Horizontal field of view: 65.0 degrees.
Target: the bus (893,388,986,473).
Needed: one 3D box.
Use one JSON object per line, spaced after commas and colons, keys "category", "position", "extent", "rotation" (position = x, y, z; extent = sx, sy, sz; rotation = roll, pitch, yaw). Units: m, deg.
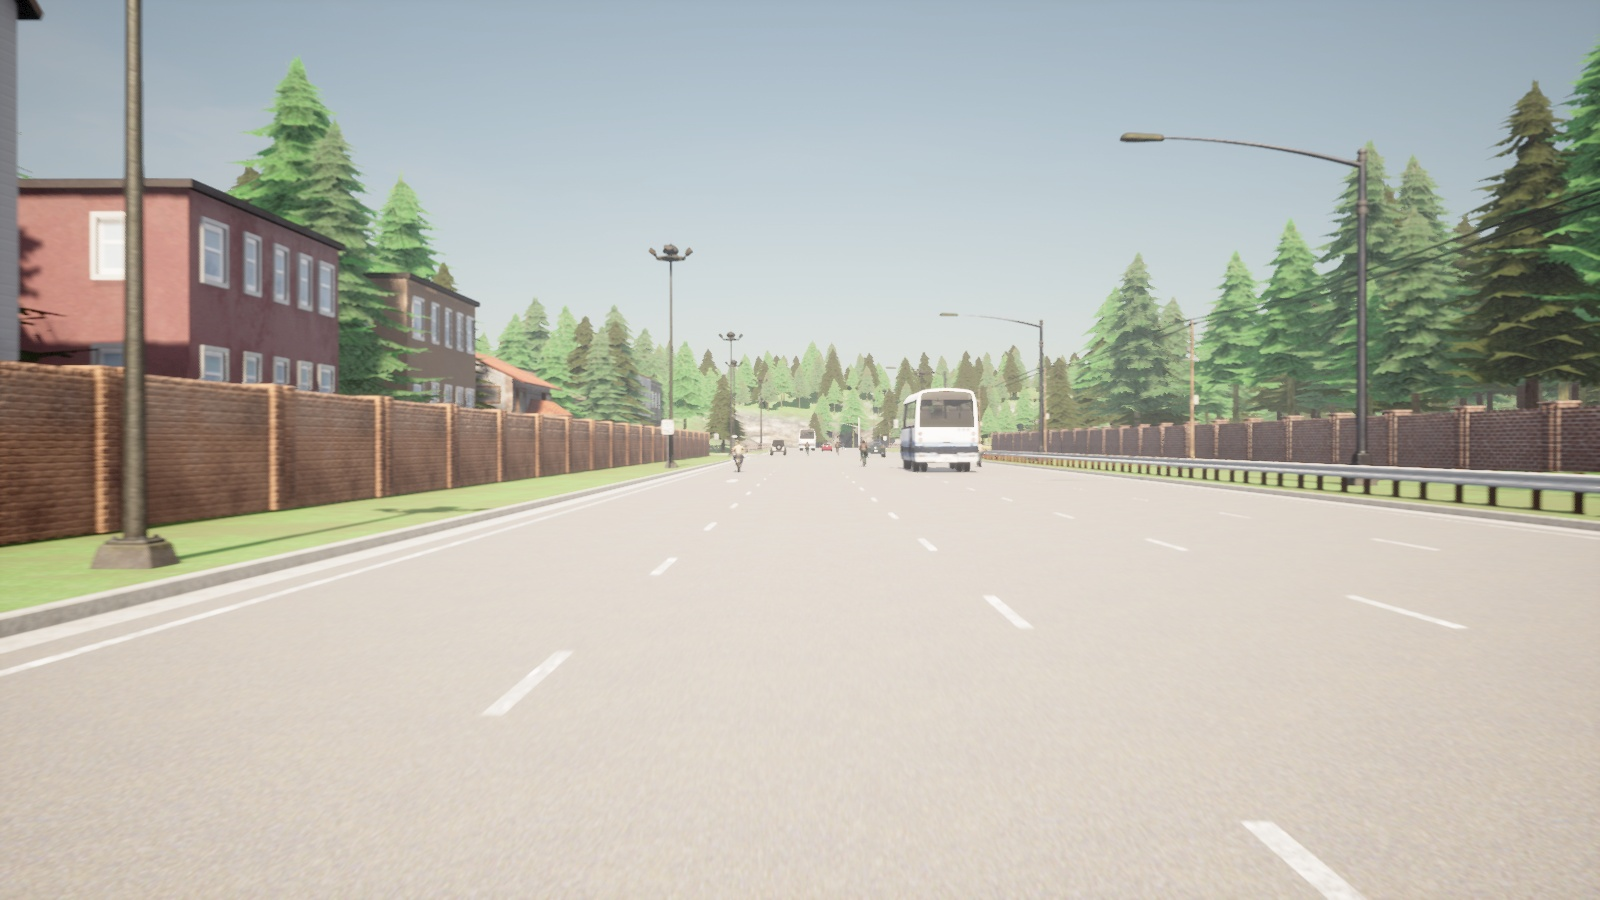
{"category": "bus", "position": [7.404, -1.004, 68.221], "extent": [3.944, 4.253, 10.273], "rotation": [0, 0, 0]}
